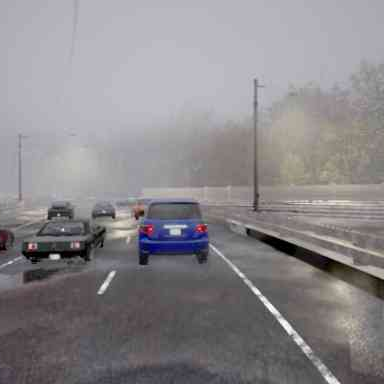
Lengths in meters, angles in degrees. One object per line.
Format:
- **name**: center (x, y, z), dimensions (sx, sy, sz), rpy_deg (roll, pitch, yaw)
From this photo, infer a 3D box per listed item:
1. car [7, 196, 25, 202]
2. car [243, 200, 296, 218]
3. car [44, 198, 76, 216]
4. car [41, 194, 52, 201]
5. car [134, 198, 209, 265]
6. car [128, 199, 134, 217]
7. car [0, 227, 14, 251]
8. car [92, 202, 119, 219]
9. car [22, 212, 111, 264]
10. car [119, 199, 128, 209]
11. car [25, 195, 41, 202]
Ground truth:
- **car**: center (-41.449, 1.582, 77.610), dimensions (4.674, 1.442, 1.812), rpy_deg (0, 0, 41)
- **car**: center (6.685, 1.449, 29.158), dimensions (4.674, 1.442, 1.812), rpy_deg (0, 0, 38)
- **car**: center (-11.271, 1.564, 28.759), dimensions (1.837, 1.490, 4.892), rpy_deg (0, 0, -16)
- **car**: center (-36.699, 1.396, 82.753), dimensions (4.553, 1.767, 2.097), rpy_deg (0, 0, 41)
- **car**: center (-0.768, 1.231, 12.035), dimensions (2.150, 2.045, 5.566), rpy_deg (0, 0, -7)
- **car**: center (-4.112, 1.380, 29.079), dimensions (2.097, 1.767, 4.553), rpy_deg (-1, 0, -15)
- **car**: center (-7.757, 1.561, 11.177), dimensions (1.812, 1.442, 4.674), rpy_deg (0, 0, -6)
- **car**: center (-7.898, 1.611, 29.626), dimensions (1.994, 1.385, 4.181), rpy_deg (0, 0, -16)
- **car**: center (-4.298, 1.624, 12.013), dimensions (1.895, 1.301, 4.718), rpy_deg (0, 0, -7)
- **car**: center (-8.856, 1.588, 45.938), dimensions (1.895, 1.301, 4.718), rpy_deg (0, 0, -39)
- **car**: center (-39.063, 1.405, 80.172), dimensions (4.553, 1.767, 2.097), rpy_deg (0, 0, 41)
